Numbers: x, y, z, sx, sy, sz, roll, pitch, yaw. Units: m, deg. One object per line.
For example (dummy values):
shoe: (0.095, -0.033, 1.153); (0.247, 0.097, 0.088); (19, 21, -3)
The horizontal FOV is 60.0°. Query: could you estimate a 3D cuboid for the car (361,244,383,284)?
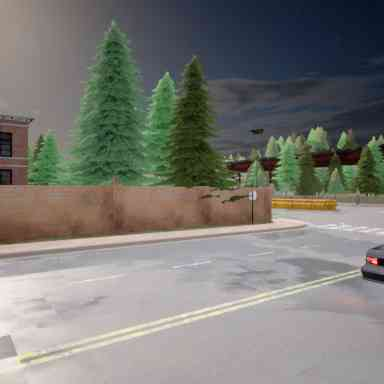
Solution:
car: (6.323, 1.547, 8.239); (5.357, 1.411, 2.033); (0, 0, -35)
